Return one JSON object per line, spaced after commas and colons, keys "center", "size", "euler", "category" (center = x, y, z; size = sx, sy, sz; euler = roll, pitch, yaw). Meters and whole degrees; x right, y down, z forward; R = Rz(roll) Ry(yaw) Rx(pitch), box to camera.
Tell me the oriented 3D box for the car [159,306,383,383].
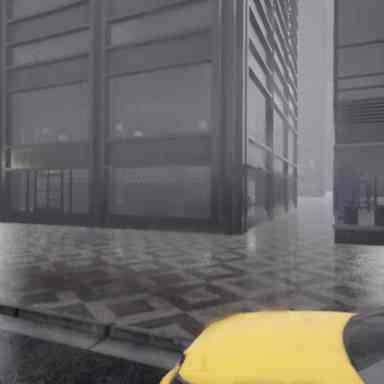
{"center": [2.365, 1.457, 2.399], "size": [5.366, 1.575, 1.801], "euler": [0, 0, 24], "category": "car"}
